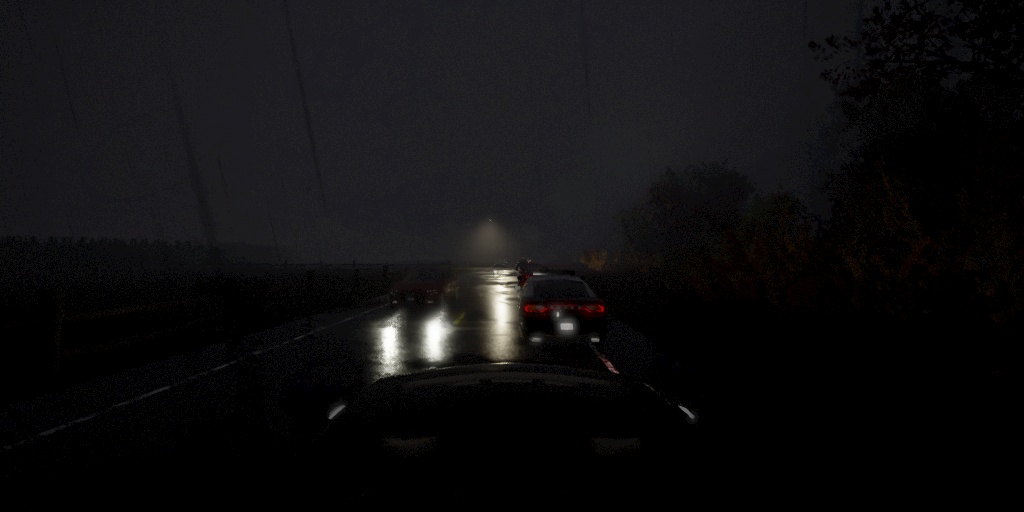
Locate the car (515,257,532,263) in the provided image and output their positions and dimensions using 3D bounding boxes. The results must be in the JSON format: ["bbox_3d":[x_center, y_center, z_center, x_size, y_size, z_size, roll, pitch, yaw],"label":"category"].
[{"bbox_3d":[1.458,1.227,49.185,1.837,1.490,4.892,0,0,4],"label":"car"}]

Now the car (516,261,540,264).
[{"bbox_3d":[1.270,1.222,19.452,1.882,1.535,5.008,0,0,1],"label":"car"}]

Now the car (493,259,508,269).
[{"bbox_3d":[-1.750,1.240,55.869,1.812,1.442,4.674,0,0,4],"label":"car"}]

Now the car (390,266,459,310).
[{"bbox_3d":[-3.454,1.223,14.898,1.882,1.535,5.008,0,0,1],"label":"car"}]

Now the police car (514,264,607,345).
[{"bbox_3d":[1.101,1.173,9.597,1.930,1.638,5.238,0,0,1],"label":"police car"}]

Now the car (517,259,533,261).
[{"bbox_3d":[1.428,1.218,25.431,1.882,1.535,5.008,0,0,2],"label":"car"}]
